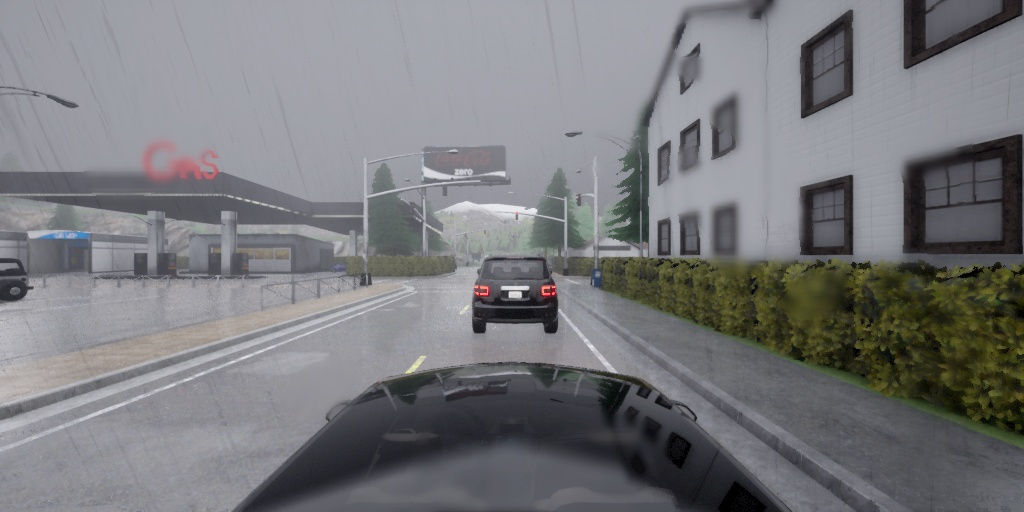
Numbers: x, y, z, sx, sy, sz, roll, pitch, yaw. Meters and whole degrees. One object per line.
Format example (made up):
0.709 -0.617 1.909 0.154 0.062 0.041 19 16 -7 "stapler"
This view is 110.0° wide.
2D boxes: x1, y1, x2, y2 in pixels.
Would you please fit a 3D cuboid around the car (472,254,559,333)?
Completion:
0.085 0.971 10.829 2.150 2.045 5.566 0 0 0 "car"
